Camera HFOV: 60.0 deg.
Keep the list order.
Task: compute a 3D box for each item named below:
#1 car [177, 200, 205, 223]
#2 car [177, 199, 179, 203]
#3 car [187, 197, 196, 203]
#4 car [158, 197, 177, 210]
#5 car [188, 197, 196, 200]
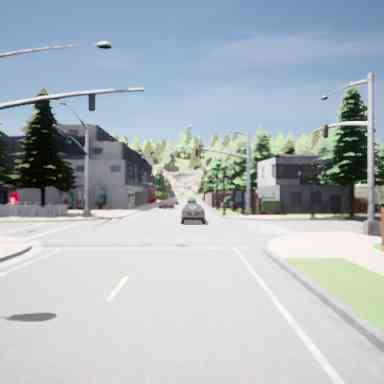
[{"bbox_3d":[0.083,1.649,26.462,2.033,1.411,5.357,0,0,0],"label":"car"},{"bbox_3d":[-3.540,1.780,63.421,1.812,1.442,4.674,0,0,0],"label":"car"},{"bbox_3d":[-0.023,1.832,77.096,2.033,1.411,5.357,0,0,0],"label":"car"},{"bbox_3d":[-3.595,1.753,47.131,1.994,1.385,4.181,0,0,0],"label":"car"},{"bbox_3d":[-0.020,1.869,66.829,1.895,1.301,4.718,0,0,0],"label":"car"}]
